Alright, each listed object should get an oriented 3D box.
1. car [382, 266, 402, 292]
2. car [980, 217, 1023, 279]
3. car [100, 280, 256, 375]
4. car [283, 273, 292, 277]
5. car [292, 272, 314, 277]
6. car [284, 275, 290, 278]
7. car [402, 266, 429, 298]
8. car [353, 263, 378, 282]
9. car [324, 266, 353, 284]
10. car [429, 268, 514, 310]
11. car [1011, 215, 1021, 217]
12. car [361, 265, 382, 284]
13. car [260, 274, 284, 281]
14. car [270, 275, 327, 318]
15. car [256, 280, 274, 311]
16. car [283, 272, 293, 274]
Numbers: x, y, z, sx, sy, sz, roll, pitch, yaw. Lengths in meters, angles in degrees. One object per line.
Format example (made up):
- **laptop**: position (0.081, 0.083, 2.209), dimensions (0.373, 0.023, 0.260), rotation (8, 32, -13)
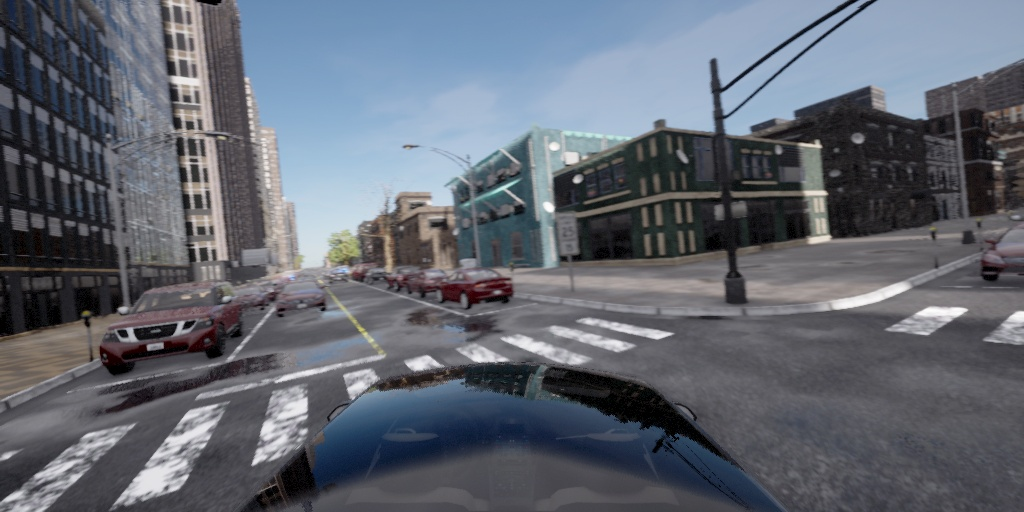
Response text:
- **car**: position (-6.985, 1.371, 23.617), dimensions (1.967, 1.591, 4.097), rotation (0, 0, -30)
- **car**: position (13.633, -0.191, 9.088), dimensions (4.207, 1.307, 1.802), rotation (0, 0, -29)
- **car**: position (-8.780, 1.684, 9.837), dimensions (2.192, 1.841, 5.009), rotation (0, 0, -29)
- **car**: position (-25.154, 2.939, 38.793), dimensions (1.802, 1.307, 4.207), rotation (0, 0, -29)
- **car**: position (-21.691, 2.549, 37.890), dimensions (1.837, 1.490, 4.892), rotation (-6, 1, -29)
- **car**: position (-22.424, 2.777, 33.965), dimensions (1.802, 1.307, 4.207), rotation (0, 0, -30)
- **car**: position (-4.255, 1.347, 18.789), dimensions (1.802, 1.307, 4.207), rotation (0, 0, -29)
- **car**: position (-15.171, 1.739, 38.094), dimensions (2.192, 1.841, 5.009), rotation (0, 0, -29)
- **car**: position (-19.869, 2.303, 40.916), dimensions (2.128, 1.511, 4.902), rotation (-6, 1, -29)
- **car**: position (-1.527, 1.144, 13.964), dimensions (1.888, 1.381, 4.507), rotation (0, 0, -29)
- **car**: position (18.472, -0.999, 11.754), dimensions (5.009, 1.841, 2.192), rotation (0, 0, -29)
- **car**: position (-12.442, 1.812, 33.268), dimensions (2.007, 1.370, 4.403), rotation (0, 0, -30)
- **car**: position (-16.966, 2.307, 24.314), dimensions (1.967, 1.591, 4.097), rotation (0, 0, -30)
- **car**: position (-9.772, 1.853, 16.697), dimensions (1.812, 1.442, 4.674), rotation (-6, 1, -29)
- **car**: position (-14.238, 2.284, 19.489), dimensions (1.802, 1.307, 4.207), rotation (0, 0, -29)
- **car**: position (-27.883, 3.063, 43.619), dimensions (1.888, 1.381, 4.507), rotation (0, 0, -29)
